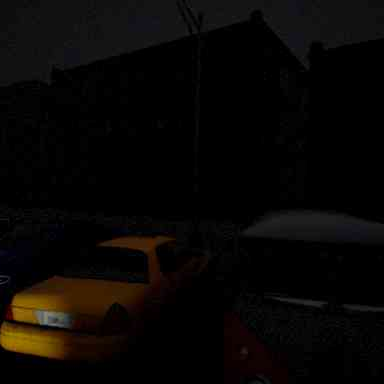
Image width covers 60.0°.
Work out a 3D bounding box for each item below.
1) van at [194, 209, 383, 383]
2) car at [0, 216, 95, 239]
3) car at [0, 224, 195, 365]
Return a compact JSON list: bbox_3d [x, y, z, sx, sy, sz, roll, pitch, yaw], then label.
[{"bbox_3d":[1.515,1.247,4.203,1.878,1.987,4.442,1,0,15],"label":"van"},{"bbox_3d":[-3.375,1.426,7.805,2.097,1.535,5.008,1,0,15],"label":"car"},{"bbox_3d":[-0.875,1.448,6.241,1.946,1.575,5.366,0,0,15],"label":"car"}]
